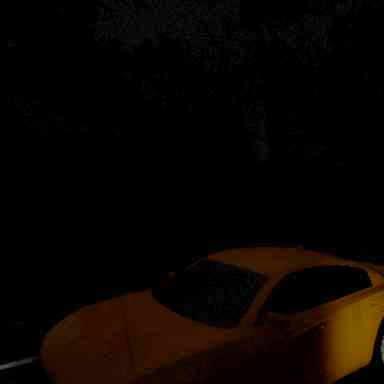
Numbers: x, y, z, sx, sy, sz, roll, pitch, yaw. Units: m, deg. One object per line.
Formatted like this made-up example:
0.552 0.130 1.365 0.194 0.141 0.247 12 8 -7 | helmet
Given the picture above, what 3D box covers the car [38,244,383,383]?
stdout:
0.808 1.492 4.170 5.008 1.535 1.882 0 0 -33 | car
